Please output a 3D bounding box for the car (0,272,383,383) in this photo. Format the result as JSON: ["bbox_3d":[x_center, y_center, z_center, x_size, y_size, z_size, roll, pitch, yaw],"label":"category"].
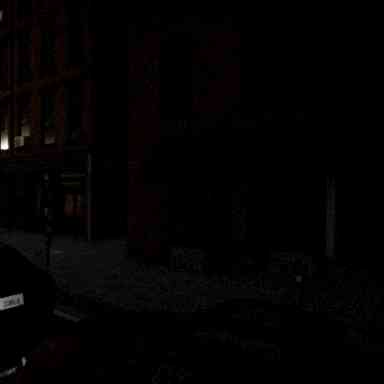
[{"bbox_3d":[0.278,1.568,2.612,4.206,1.307,1.802,1,0,35],"label":"car"}]

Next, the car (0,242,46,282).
[{"bbox_3d":[-4.148,1.513,5.726,4.313,1.339,1.947,1,0,35],"label":"car"}]
